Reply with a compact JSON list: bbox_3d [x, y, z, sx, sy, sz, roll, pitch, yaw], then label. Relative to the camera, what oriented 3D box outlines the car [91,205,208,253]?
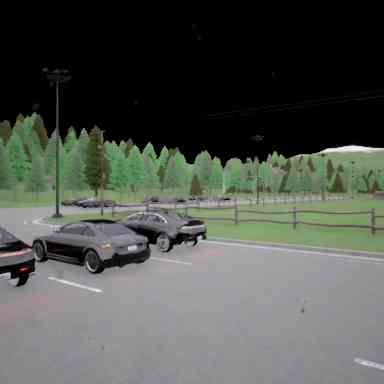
[{"bbox_3d":[-1.669,1.491,13.781,4.902,1.511,2.128,0,0,36],"label":"car"}]

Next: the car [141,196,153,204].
[{"bbox_3d":[-7.760,1.503,64.171,1.837,1.490,4.892,0,0,37],"label":"car"}]

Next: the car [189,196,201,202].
[{"bbox_3d":[1.339,1.524,76.402,2.033,1.411,5.357,0,0,36],"label":"car"}]

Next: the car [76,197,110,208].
[{"bbox_3d":[-14.535,1.524,49.168,1.812,1.442,4.674,0,0,36],"label":"car"}]

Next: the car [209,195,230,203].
[{"bbox_3d":[6.346,1.466,71.398,1.882,1.535,5.008,0,0,36],"label":"car"}]

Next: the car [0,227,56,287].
[{"bbox_3d":[-5.743,1.491,8.088,4.902,1.511,2.128,0,0,36],"label":"car"}]

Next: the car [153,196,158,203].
[{"bbox_3d":[-4.471,1.490,62.755,2.128,1.511,4.902,0,0,37],"label":"car"}]

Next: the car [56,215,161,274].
[{"bbox_3d":[-3.312,1.564,10.648,4.181,1.385,1.994,0,0,36],"label":"car"}]

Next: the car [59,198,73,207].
[{"bbox_3d":[-17.546,1.546,50.981,2.033,1.411,5.357,0,0,36],"label":"car"}]

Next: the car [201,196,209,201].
[{"bbox_3d":[4.667,1.338,75.017,2.097,1.767,4.553,0,0,36],"label":"car"}]

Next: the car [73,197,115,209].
[{"bbox_3d":[-12.962,1.546,45.404,2.033,1.411,5.357,0,0,36],"label":"car"}]

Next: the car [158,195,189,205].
[{"bbox_3d":[-3.159,1.351,58.666,2.097,1.767,4.553,0,0,37],"label":"car"}]
